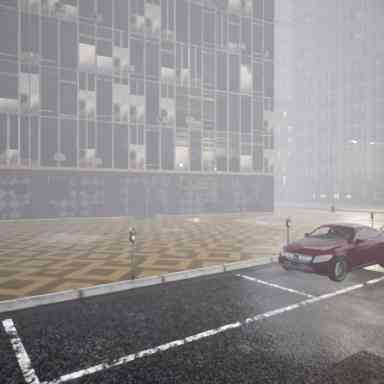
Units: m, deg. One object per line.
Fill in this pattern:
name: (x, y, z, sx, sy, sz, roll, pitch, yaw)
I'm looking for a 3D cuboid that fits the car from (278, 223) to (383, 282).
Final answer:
car: (4.325, 1.579, 9.657, 4.206, 1.307, 1.802, 0, 0, -36)
